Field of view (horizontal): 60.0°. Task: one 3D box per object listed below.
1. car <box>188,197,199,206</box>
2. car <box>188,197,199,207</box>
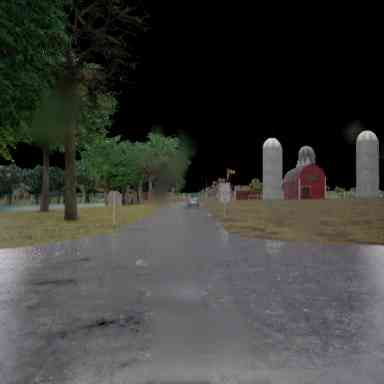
[{"bbox_3d":[0.285,1.790,65.968,2.097,1.767,4.553,0,-1,0],"label":"car"},{"bbox_3d":[0.240,1.782,55.575,2.128,1.511,4.902,0,-1,0],"label":"car"}]
